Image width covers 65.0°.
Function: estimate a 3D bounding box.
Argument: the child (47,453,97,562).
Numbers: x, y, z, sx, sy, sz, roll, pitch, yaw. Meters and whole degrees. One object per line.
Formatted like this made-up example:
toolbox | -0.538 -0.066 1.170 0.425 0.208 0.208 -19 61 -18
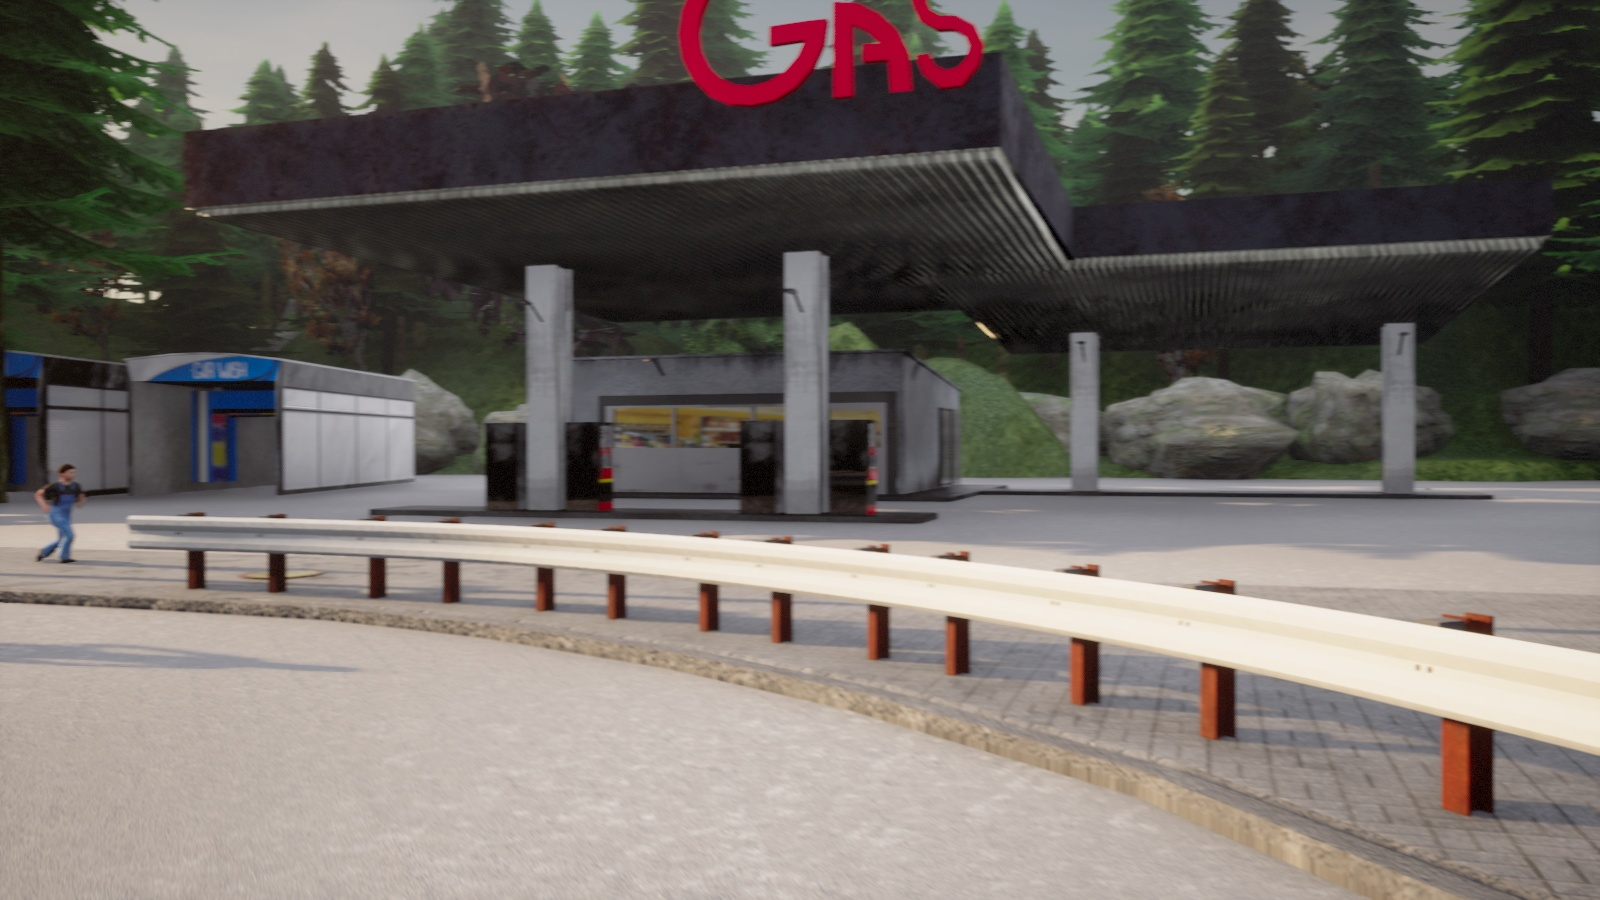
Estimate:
child | -8.512 0.665 14.683 0.437 1.263 0.270 0 0 12
